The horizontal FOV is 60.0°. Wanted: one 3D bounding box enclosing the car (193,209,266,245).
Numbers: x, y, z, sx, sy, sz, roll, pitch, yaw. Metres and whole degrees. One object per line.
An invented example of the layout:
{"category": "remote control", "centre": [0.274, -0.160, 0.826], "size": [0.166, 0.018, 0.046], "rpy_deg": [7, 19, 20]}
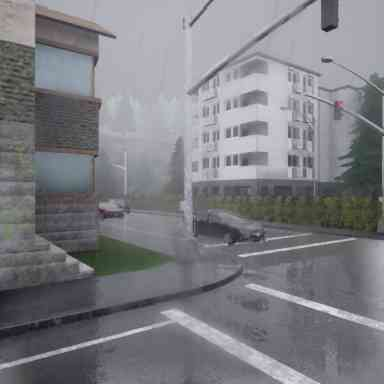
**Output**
{"category": "car", "centre": [1.544, 1.681, 16.850], "size": [1.837, 1.490, 4.892], "rpy_deg": [0, 0, -36]}

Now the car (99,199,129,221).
{"category": "car", "centre": [-7.774, 1.654, 29.927], "size": [1.882, 1.535, 5.008], "rpy_deg": [0, 0, -35]}

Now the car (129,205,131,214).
{"category": "car", "centre": [-8.744, 1.528, 37.628], "size": [2.097, 1.767, 4.553], "rpy_deg": [0, 0, -35]}
